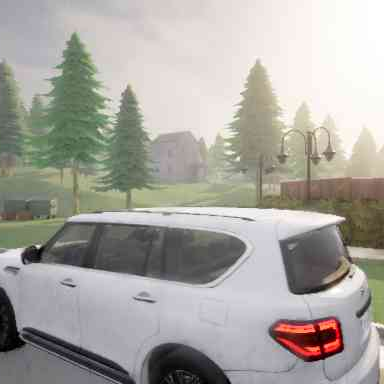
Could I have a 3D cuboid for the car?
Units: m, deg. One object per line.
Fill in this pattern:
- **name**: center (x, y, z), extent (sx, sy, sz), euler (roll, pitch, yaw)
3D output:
- **car**: center (-0.672, 1.219, 4.469), extent (5.566, 2.045, 2.150), euler (0, 0, 36)
